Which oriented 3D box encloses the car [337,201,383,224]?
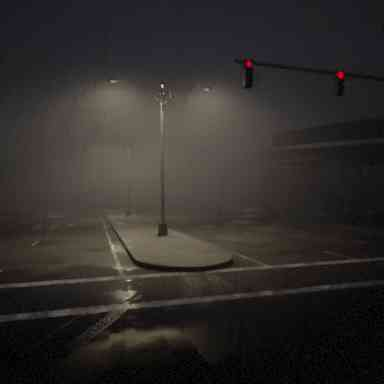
[{"bbox_3d":[13.497,1.515,25.845,2.242,1.667,4.611,0,-1,-16],"label":"car"}]

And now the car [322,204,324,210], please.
[{"bbox_3d":[21.439,2.028,50.634,1.994,1.385,4.181,-1,-1,43],"label":"car"}]

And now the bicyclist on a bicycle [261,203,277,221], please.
[{"bbox_3d":[6.844,1.747,29.821,1.656,1.620,0.582,-5,-9,-18],"label":"bicyclist on a bicycle"}]

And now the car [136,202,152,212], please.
[{"bbox_3d":[-7.046,2.216,48.985,1.994,1.385,4.181,0,-1,-16],"label":"car"}]
